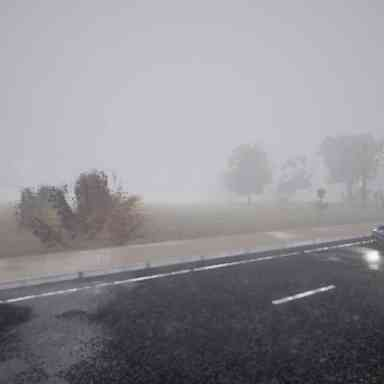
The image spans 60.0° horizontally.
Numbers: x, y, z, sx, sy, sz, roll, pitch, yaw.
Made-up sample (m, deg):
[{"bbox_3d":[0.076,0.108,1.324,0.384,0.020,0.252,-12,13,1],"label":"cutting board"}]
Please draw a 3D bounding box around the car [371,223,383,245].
[{"bbox_3d":[9.602,1.518,14.242,4.674,1.442,1.812,0,0,-34],"label":"car"}]
